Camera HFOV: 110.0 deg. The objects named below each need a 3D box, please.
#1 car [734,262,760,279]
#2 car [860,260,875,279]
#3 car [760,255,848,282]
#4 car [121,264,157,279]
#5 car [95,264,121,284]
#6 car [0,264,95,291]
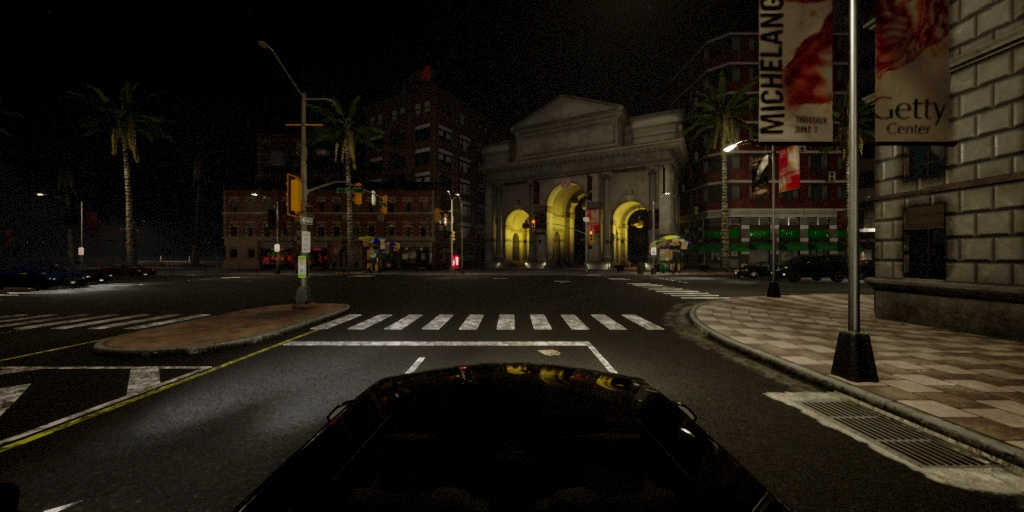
[{"bbox_3d":[22.305,1.241,31.751,4.902,1.511,2.128,0,0,0],"label":"car"},{"bbox_3d":[31.281,1.102,31.588,4.553,1.767,2.097,0,0,2],"label":"car"},{"bbox_3d":[23.281,0.971,28.255,5.566,2.045,2.150,0,0,0],"label":"car"},{"bbox_3d":[-35.018,1.351,32.123,4.718,1.301,1.895,0,0,0],"label":"car"},{"bbox_3d":[-31.148,1.297,24.900,5.357,1.411,2.033,0,0,0],"label":"car"},{"bbox_3d":[-27.974,1.275,21.141,4.674,1.442,1.812,0,0,5],"label":"car"}]
